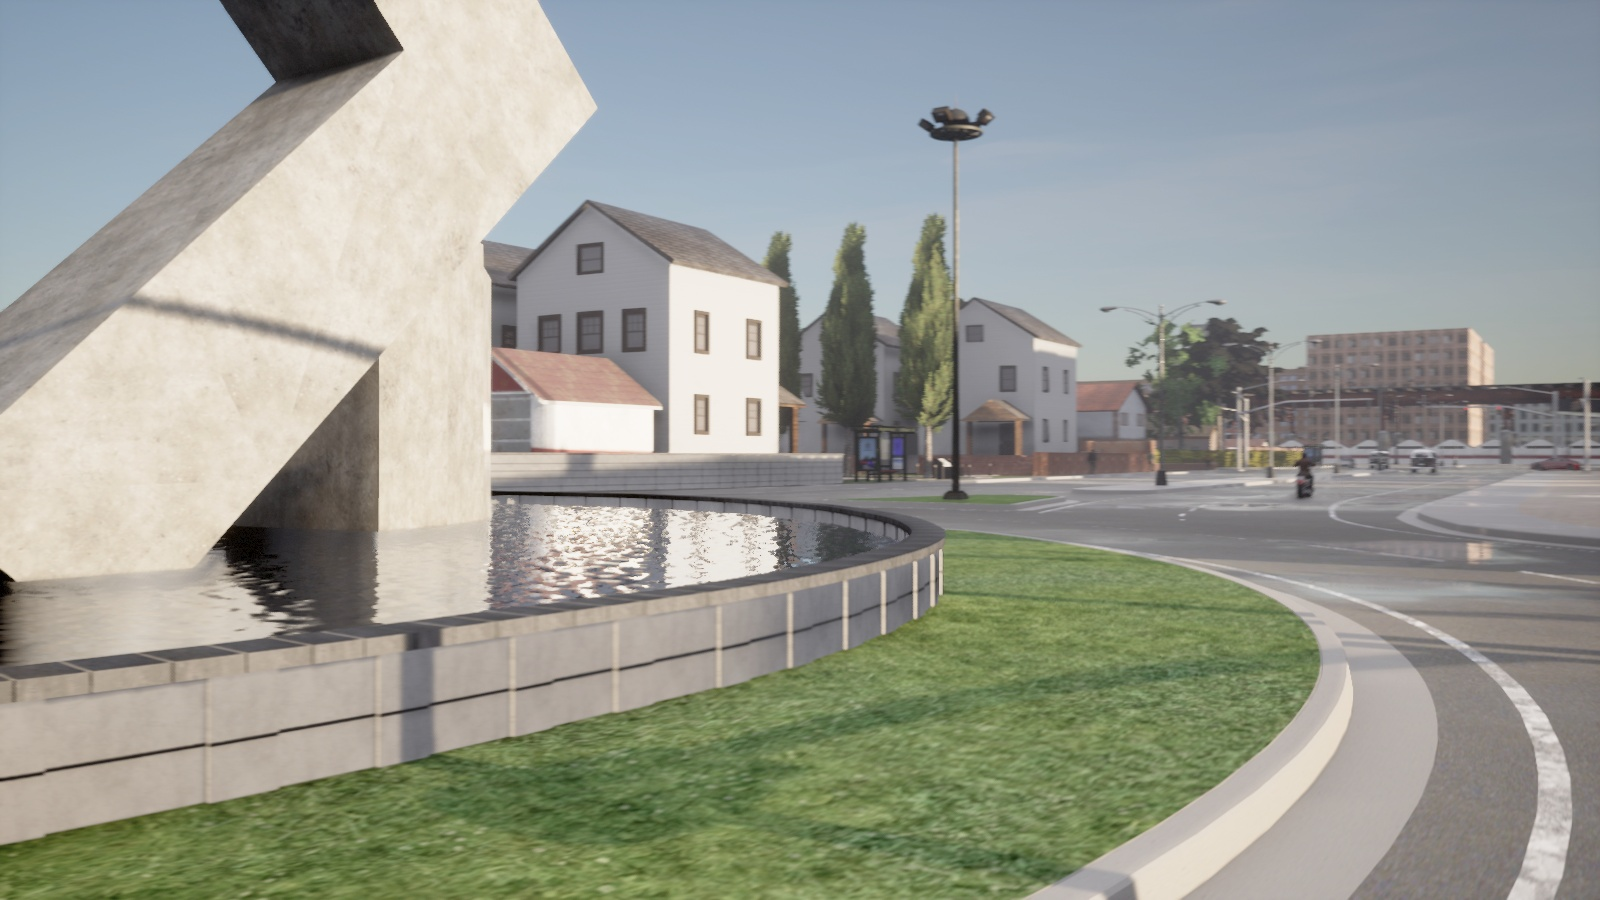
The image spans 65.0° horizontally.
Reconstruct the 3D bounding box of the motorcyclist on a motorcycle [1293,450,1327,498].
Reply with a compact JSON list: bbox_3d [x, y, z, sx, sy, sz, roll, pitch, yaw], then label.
[{"bbox_3d":[17.995,0.823,44.267,0.766,1.649,2.350,0,0,31],"label":"motorcyclist on a motorcycle"}]
